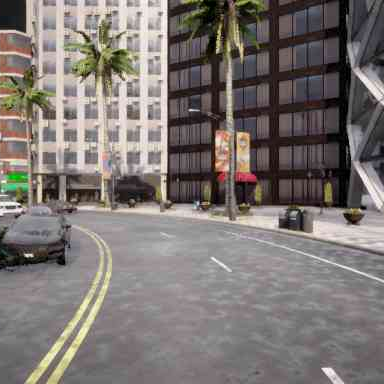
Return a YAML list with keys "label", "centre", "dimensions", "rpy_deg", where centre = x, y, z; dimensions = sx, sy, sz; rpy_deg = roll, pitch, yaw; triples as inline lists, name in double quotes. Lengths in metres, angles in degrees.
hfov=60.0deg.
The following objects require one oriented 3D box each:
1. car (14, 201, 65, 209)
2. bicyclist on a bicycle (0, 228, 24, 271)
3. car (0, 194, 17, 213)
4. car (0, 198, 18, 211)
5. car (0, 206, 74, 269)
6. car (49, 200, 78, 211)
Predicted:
- label: "car"
  centre: [-9.575, 1.526, 20.645]
  dimensions: [1.812, 1.442, 4.674]
  rpy_deg: [0, 0, -35]
- label: "bicyclist on a bicycle"
  centre: [-5.322, 1.381, 8.695]
  dimensions: [1.656, 1.620, 0.582]
  rpy_deg: [-9, 8, -2]
- label: "car"
  centre: [-16.602, 1.221, 28.428]
  dimensions: [5.566, 2.045, 2.150]
  rpy_deg: [0, 0, 39]
- label: "car"
  centre: [-23.673, 1.526, 40.649]
  dimensions: [4.674, 1.442, 1.812]
  rpy_deg: [0, 0, 24]
- label: "car"
  centre: [-5.267, 1.478, 11.543]
  dimensions: [1.882, 1.535, 5.008]
  rpy_deg: [0, 0, -18]
- label: "car"
  centre: [-14.580, 1.547, 35.687]
  dimensions: [5.357, 1.411, 2.033]
  rpy_deg: [0, 0, 35]
